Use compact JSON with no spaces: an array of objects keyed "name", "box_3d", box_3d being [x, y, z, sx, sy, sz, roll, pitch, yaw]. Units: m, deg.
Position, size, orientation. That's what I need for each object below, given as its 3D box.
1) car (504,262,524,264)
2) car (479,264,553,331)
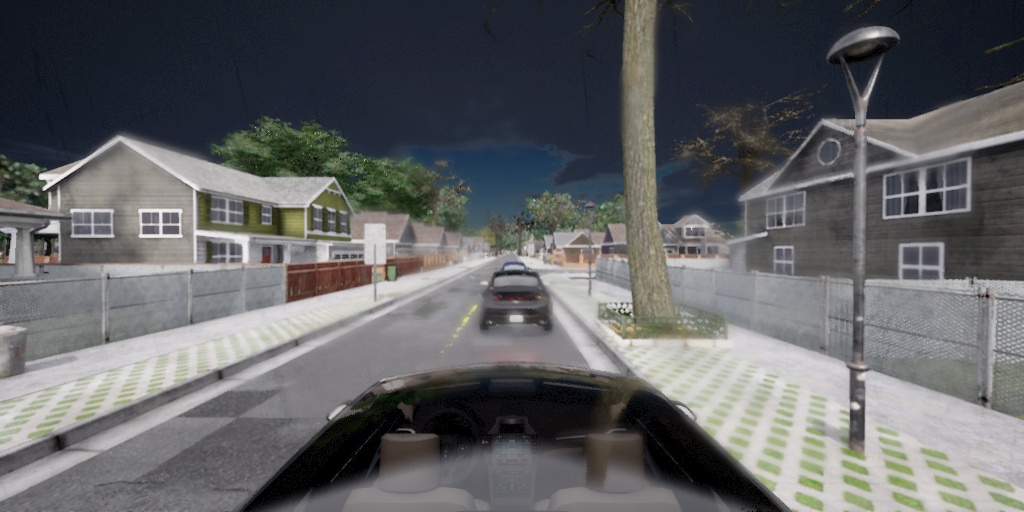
[{"name":"car","box_3d":[0.125,1.053,20.924,1.812,1.442,4.674,0,1,0]},{"name":"car","box_3d":[0.111,1.153,10.514,1.837,1.490,4.892,0,0,0]}]
